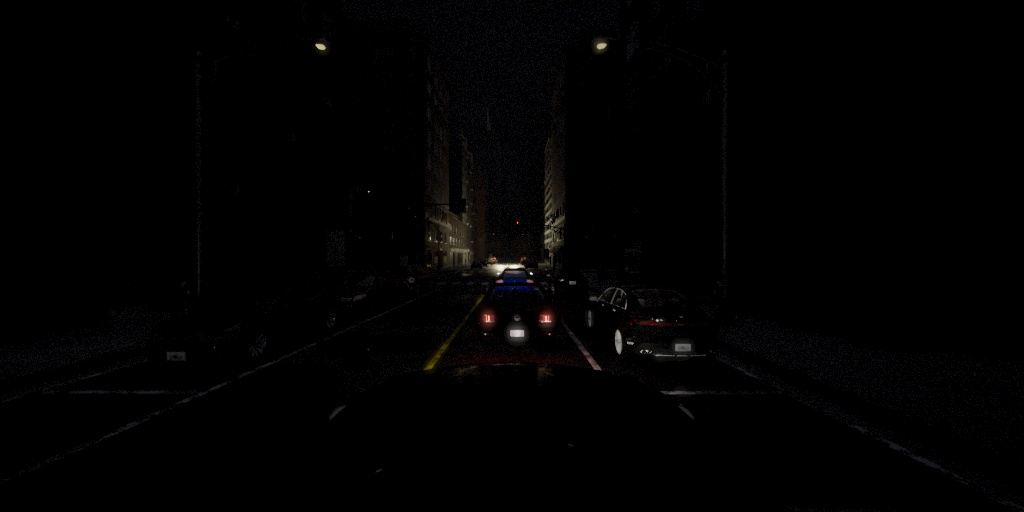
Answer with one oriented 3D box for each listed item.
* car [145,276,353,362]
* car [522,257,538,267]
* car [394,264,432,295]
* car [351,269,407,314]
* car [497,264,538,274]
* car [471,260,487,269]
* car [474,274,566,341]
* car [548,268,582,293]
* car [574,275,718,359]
[{"bbox_3d":[-5.649,1.315,8.218,1.948,1.339,4.313,0,0,0],"label":"car"},{"bbox_3d":[3.057,1.223,56.283,1.967,1.591,4.097,0,0,0],"label":"car"},{"bbox_3d":[-5.616,1.189,19.220,1.967,1.591,4.097,0,0,0],"label":"car"},{"bbox_3d":[-5.633,1.331,13.719,1.802,1.307,4.207,0,0,0],"label":"car"},{"bbox_3d":[0.148,1.314,18.576,1.994,1.385,4.181,0,0,1],"label":"car"},{"bbox_3d":[-5.468,1.365,56.322,1.802,1.307,4.207,0,0,0],"label":"car"},{"bbox_3d":[0.120,1.350,9.816,1.895,1.301,4.718,0,0,0],"label":"car"},{"bbox_3d":[2.909,1.315,19.194,1.948,1.339,4.313,0,0,0],"label":"car"},{"bbox_3d":[2.876,1.300,8.192,2.007,1.370,4.403,0,0,0],"label":"car"}]
